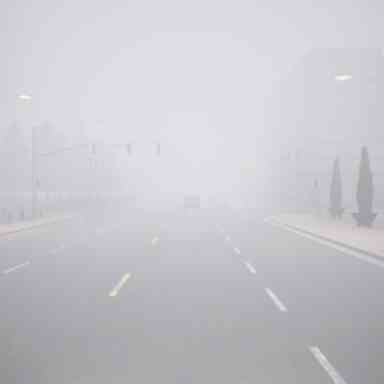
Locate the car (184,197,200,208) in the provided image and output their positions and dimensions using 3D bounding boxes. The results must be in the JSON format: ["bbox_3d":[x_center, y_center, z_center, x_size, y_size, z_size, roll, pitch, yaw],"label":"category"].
[{"bbox_3d":[0.033,1.603,50.740,2.033,1.411,5.357,0,0,3],"label":"car"}]

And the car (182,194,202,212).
[{"bbox_3d":[0.000,1.280,40.068,2.150,2.045,5.566,0,0,0],"label":"car"}]

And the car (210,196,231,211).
[{"bbox_3d":[3.500,1.576,40.454,1.812,1.442,4.674,0,0,0],"label":"car"}]

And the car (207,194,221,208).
[{"bbox_3d":[3.503,1.278,50.655,2.150,2.045,5.566,0,0,0],"label":"car"}]
